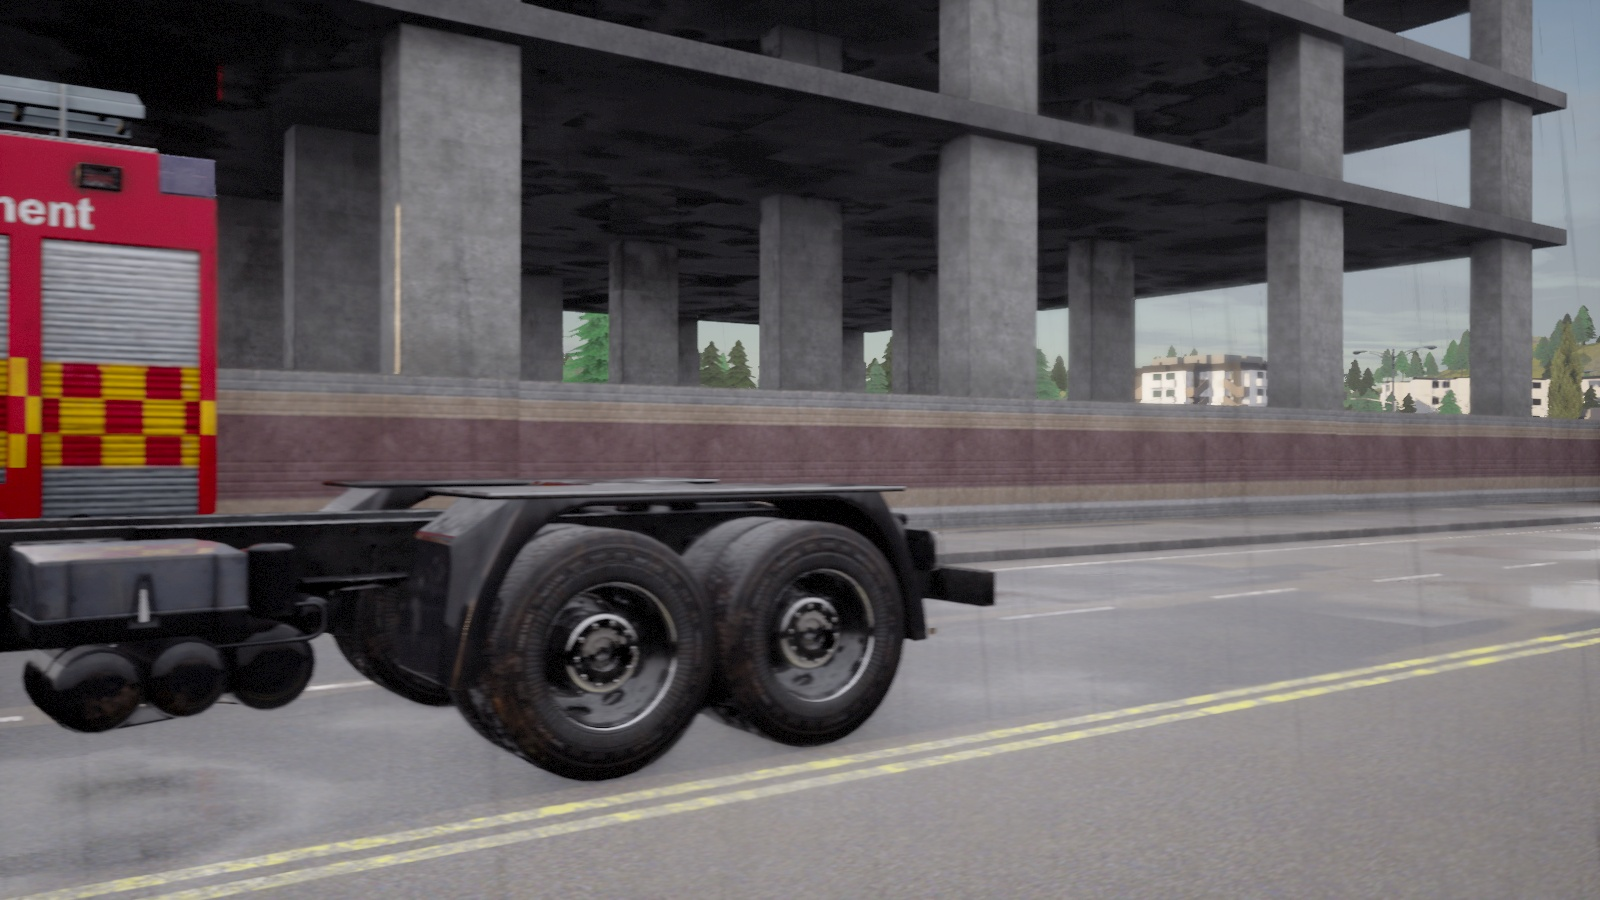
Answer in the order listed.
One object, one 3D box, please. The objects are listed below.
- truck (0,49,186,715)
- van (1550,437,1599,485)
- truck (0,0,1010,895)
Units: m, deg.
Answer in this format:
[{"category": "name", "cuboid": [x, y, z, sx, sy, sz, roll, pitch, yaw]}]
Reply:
[{"category": "truck", "cuboid": [-8.108, -0.387, 6.545, 8.468, 3.827, 2.891, 0, 0, -35]}, {"category": "van", "cuboid": [35.256, 0.471, 54.211, 2.069, 2.038, 4.480, 0, 0, -35]}, {"category": "truck", "cuboid": [-2.925, -0.216, 5.887, 7.936, 3.462, 2.891, 0, 0, -35]}]
